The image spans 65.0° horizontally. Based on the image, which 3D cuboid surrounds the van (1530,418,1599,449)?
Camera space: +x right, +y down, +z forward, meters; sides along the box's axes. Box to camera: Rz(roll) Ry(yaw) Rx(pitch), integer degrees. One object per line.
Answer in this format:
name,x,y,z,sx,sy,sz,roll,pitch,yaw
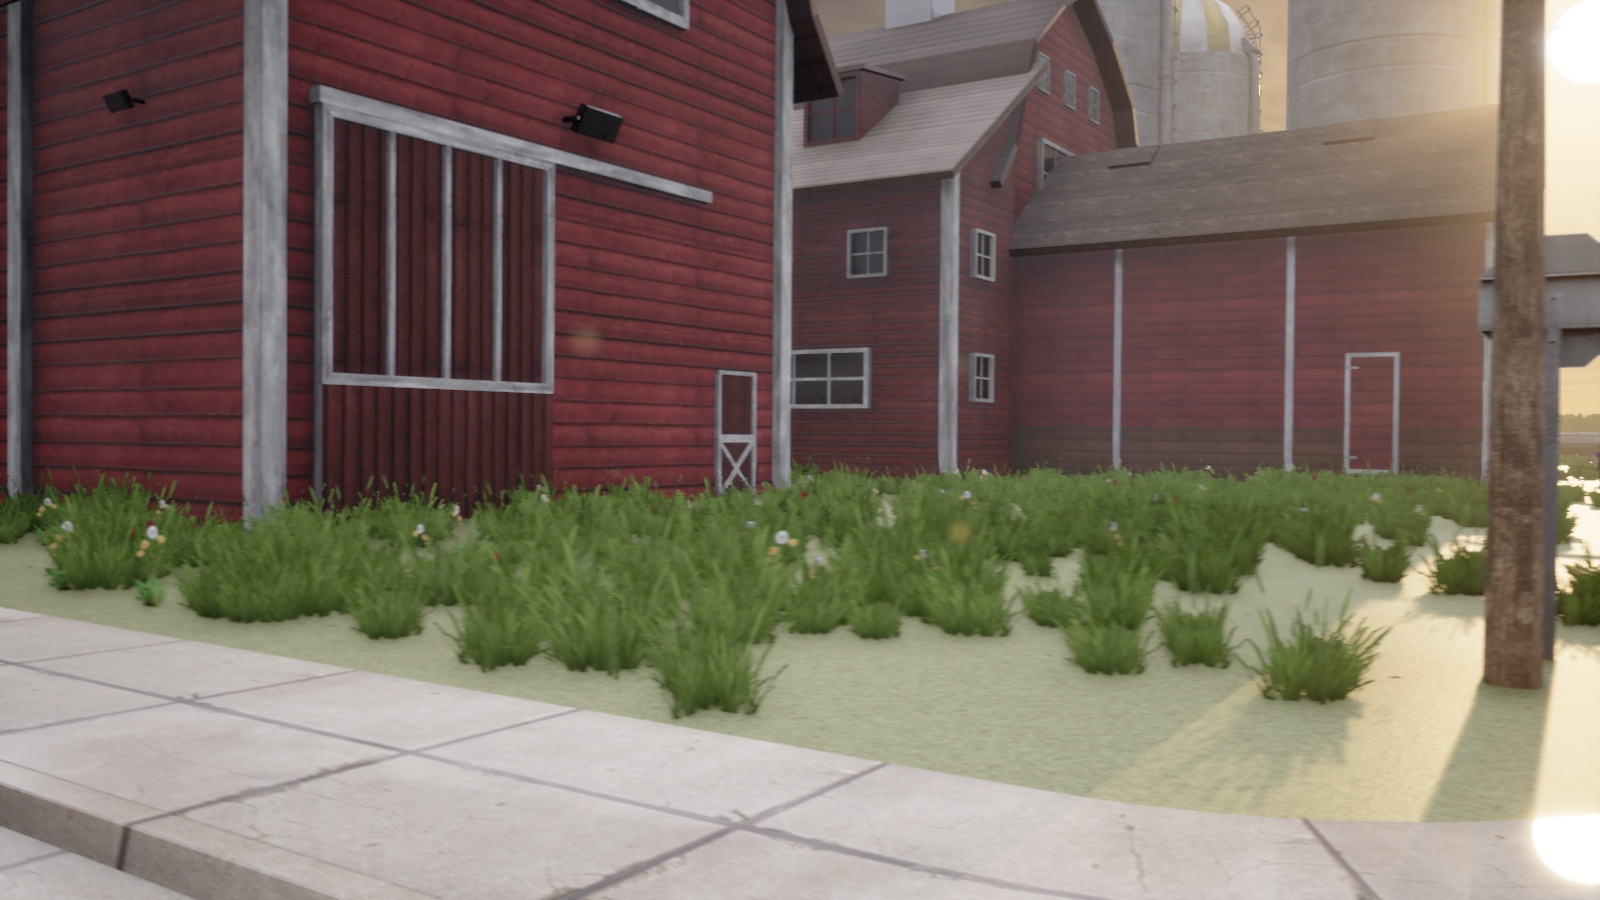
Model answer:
van,50.726,-1.103,82.696,4.442,1.987,1.775,0,1,33
